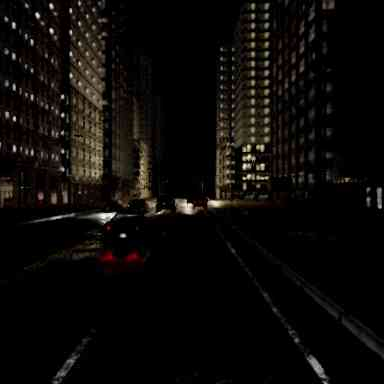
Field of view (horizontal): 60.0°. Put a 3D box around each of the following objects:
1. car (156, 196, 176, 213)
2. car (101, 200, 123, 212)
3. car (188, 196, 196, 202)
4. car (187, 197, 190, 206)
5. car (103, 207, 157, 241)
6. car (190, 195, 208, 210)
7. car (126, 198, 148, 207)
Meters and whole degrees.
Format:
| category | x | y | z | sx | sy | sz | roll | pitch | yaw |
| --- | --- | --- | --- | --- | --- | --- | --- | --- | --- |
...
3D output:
| category | x | y | z | sx | sy | sz | roll | pitch | yaw |
| --- | --- | --- | --- | --- | --- | --- | --- | --- | --- |
| car | -3.155 | 1.459 | 40.907 | 2.150 | 2.045 | 5.566 | 0 | 0 | 0 |
| car | -9.837 | 1.732 | 41.306 | 2.128 | 1.511 | 4.902 | 0 | 0 | 0 |
| car | -0.012 | 1.860 | 86.383 | 1.882 | 1.535 | 5.008 | 0 | 0 | 0 |
| car | -0.008 | 1.736 | 66.260 | 2.097 | 1.767 | 4.553 | 0 | 0 | 0 |
| car | -3.152 | 1.702 | 17.420 | 1.895 | 1.301 | 4.718 | 0 | 0 | 0 |
| car | 1.132 | 1.503 | 47.960 | 2.150 | 2.045 | 5.566 | 0 | 0 | 0 |
| car | -6.589 | 1.585 | 40.324 | 2.097 | 1.767 | 4.553 | 0 | 0 | 0 |
